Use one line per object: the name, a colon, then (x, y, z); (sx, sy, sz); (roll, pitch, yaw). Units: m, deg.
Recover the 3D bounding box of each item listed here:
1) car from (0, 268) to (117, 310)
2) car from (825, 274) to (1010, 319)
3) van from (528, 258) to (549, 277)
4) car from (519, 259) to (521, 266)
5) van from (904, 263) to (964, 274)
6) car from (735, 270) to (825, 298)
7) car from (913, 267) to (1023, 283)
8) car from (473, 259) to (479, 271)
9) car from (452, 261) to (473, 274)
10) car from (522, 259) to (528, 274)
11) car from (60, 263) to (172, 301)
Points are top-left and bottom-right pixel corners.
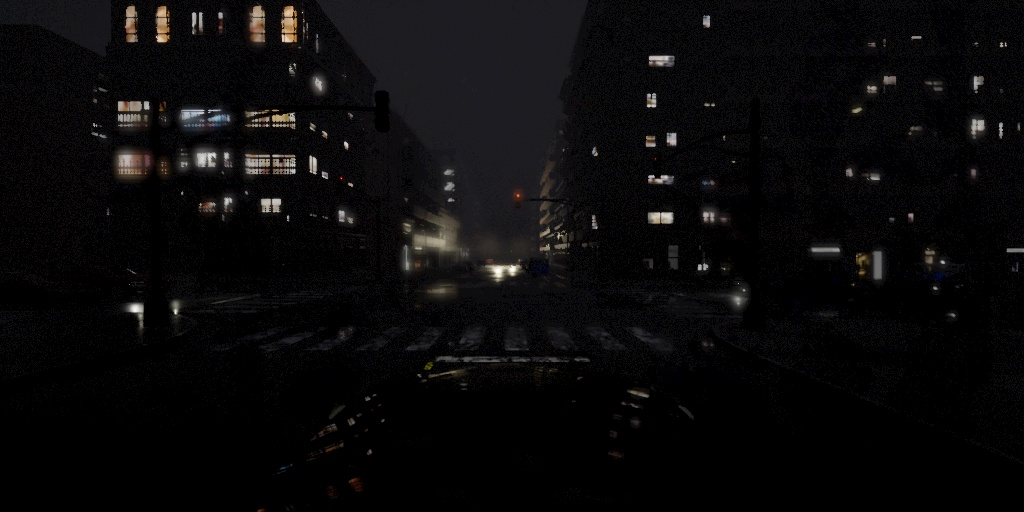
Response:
car: (-17.756, 1.215, 13.219); (4.207, 1.307, 1.802); (0, 0, 0)
car: (14.697, 1.498, 13.200); (4.507, 1.381, 1.888); (0, 0, 0)
van: (2.776, 1.109, 35.961); (1.690, 1.789, 3.998); (0, 0, 0)
car: (2.618, 1.252, 58.018); (1.967, 1.591, 4.097); (0, 0, 0)
van: (26.071, 1.343, 21.563); (3.998, 1.789, 1.690); (0, 0, 0)
car: (14.956, 1.453, 18.993); (5.357, 1.411, 2.033); (1, 0, 0)
car: (24.866, 1.516, 18.987); (4.892, 1.490, 1.837); (1, 0, 0)
car: (-5.893, 1.352, 47.018); (1.948, 1.339, 4.313); (0, 0, 0)
car: (-5.886, 1.358, 41.497); (1.802, 1.307, 4.207); (0, 0, 0)
car: (2.680, 1.091, 41.457); (2.192, 1.841, 5.009); (0, 0, 0)
car: (-18.006, 1.086, 15.801); (5.008, 1.535, 1.882); (1, 0, 0)
